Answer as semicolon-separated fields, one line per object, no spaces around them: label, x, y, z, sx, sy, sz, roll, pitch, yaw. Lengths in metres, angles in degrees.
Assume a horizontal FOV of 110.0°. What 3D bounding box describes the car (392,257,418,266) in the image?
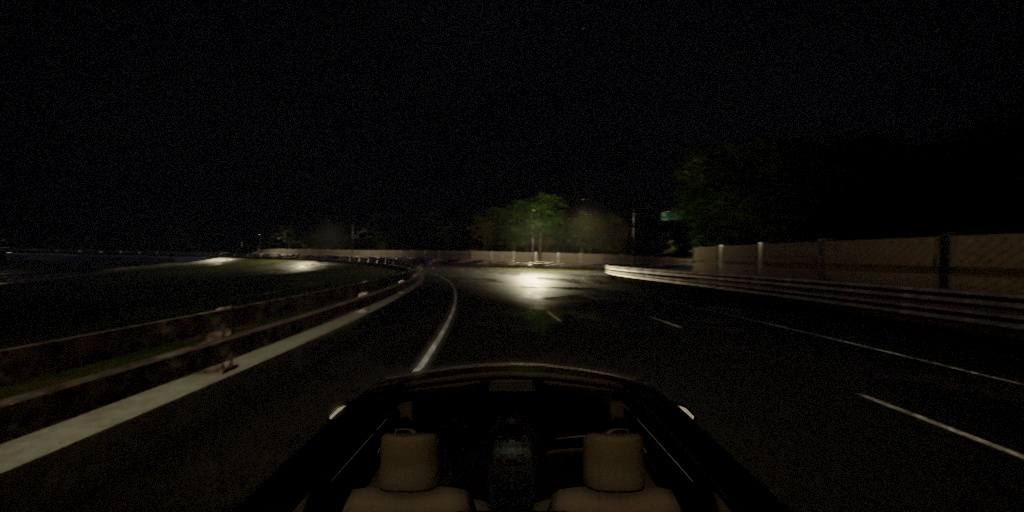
car;-18.200;1.140;60.885;1.895;1.301;4.718;2;0;-35

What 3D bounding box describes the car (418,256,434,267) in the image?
car;-15.236;1.097;62.750;1.882;1.535;5.008;2;0;-35
